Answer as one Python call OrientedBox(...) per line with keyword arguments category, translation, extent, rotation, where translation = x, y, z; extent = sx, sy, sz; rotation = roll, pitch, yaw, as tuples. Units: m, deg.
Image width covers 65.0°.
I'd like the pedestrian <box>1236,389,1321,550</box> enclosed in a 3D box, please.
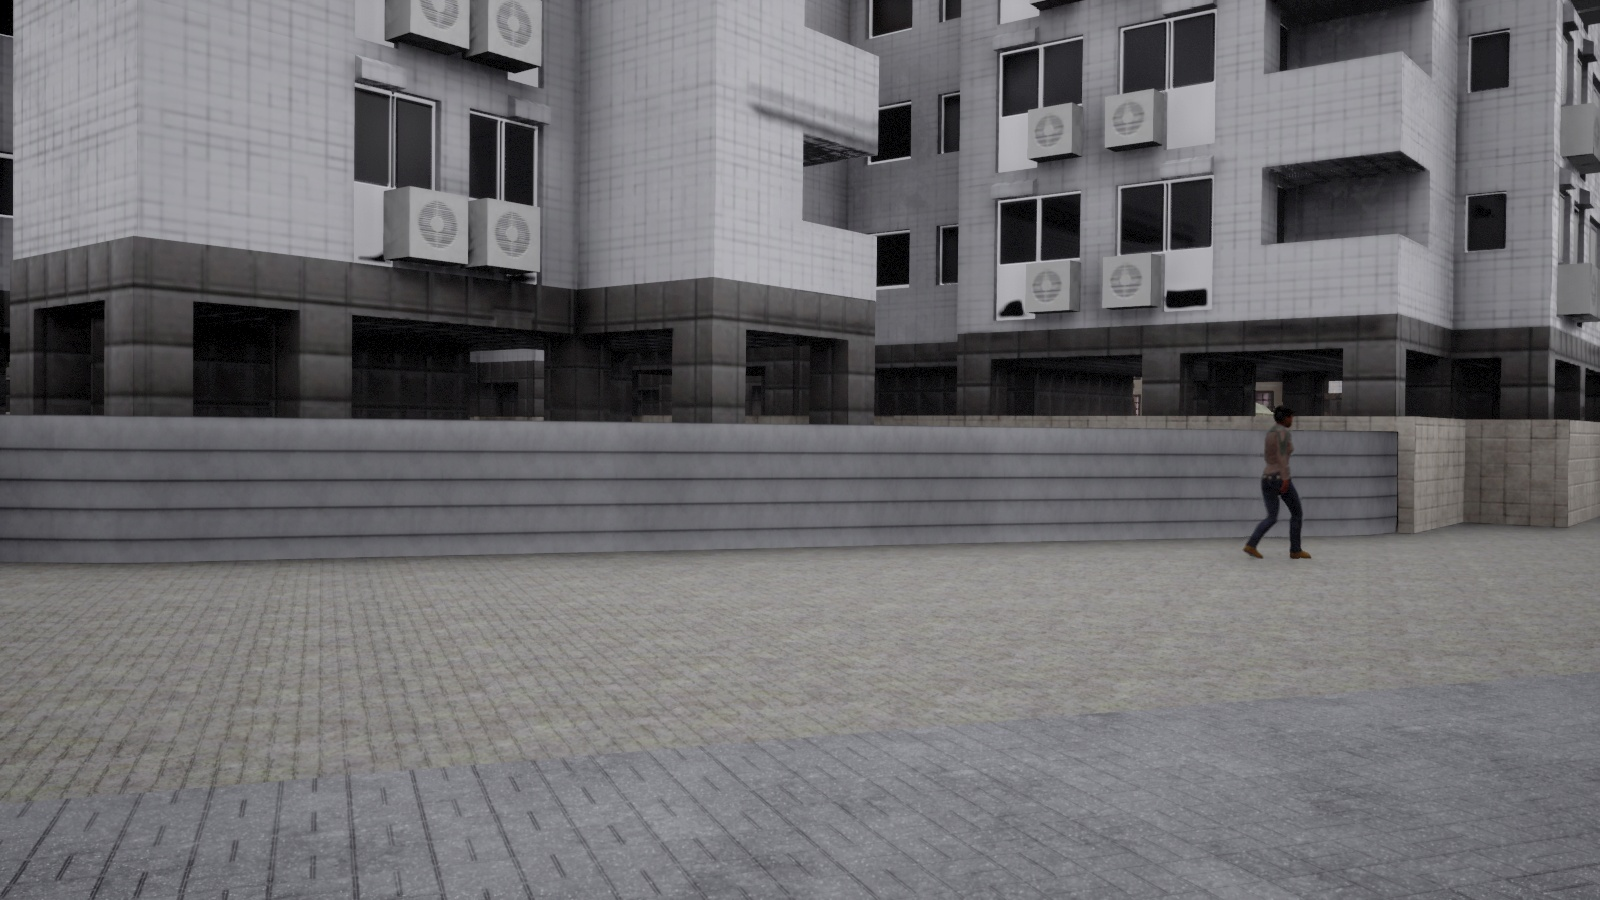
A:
OrientedBox(category="pedestrian", translation=(5.483, 0.214, 14.396), extent=(0.869, 1.805, 0.328), rotation=(-1, 1, -12))
